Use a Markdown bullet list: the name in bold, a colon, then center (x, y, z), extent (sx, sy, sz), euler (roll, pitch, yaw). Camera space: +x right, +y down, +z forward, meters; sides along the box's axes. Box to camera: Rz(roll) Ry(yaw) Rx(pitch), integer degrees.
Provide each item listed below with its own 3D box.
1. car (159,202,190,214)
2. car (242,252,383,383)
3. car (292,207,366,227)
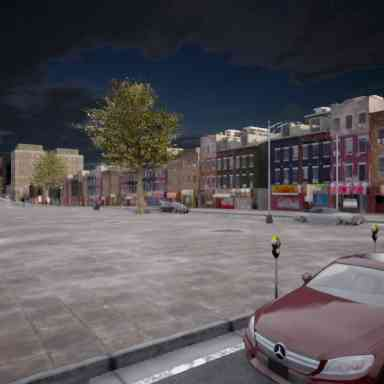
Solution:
- **car**: center (-2.187, 1.924, 39.840), extent (1.837, 1.490, 4.892), euler (0, -1, -36)
- **car**: center (2.595, 1.581, 4.653), extent (4.206, 1.307, 1.802), euler (0, 0, -35)
- **car**: center (9.556, 1.734, 23.440), extent (1.895, 1.301, 4.718), euler (0, -1, -36)
